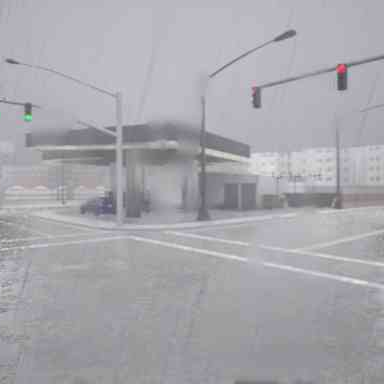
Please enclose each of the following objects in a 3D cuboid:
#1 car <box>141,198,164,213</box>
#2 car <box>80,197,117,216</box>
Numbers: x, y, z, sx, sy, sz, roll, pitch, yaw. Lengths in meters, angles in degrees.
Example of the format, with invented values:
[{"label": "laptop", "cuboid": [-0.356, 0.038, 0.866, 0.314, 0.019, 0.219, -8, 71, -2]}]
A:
[{"label": "car", "cuboid": [-4.751, 1.410, 35.078, 1.970, 1.475, 3.806, 0, 0, -40]}, {"label": "car", "cuboid": [-8.602, 1.279, 30.747, 2.242, 1.667, 4.611, 0, 0, -40]}]
